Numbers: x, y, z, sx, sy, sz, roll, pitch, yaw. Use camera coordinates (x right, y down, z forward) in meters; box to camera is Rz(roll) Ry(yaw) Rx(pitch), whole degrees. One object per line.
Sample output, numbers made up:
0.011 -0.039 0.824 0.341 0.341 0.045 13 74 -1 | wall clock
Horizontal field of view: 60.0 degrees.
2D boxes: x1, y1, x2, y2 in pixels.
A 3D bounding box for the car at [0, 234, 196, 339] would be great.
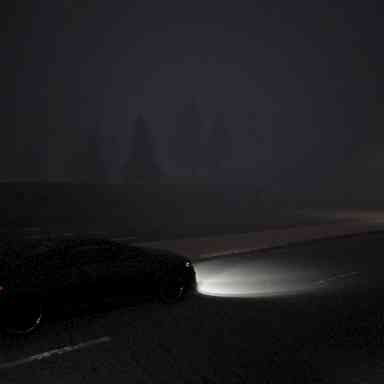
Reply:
-1.971 1.564 6.645 4.181 1.385 1.994 0 0 -35 | car
